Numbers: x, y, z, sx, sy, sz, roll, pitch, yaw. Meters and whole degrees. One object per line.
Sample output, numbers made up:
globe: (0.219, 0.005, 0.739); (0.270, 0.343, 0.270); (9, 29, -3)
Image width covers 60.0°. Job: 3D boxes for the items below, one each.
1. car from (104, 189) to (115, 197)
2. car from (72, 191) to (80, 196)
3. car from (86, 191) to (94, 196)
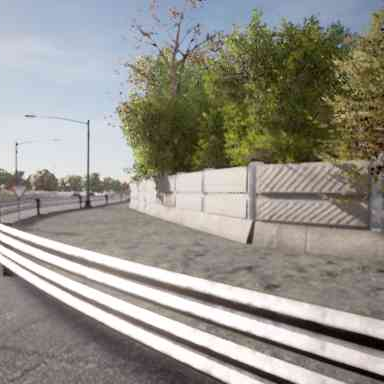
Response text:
car: (-21.618, 0.292, 86.776); (2.150, 2.045, 5.566); (0, 0, -4)
car: (-29.907, 0.529, 85.716); (1.812, 1.442, 4.674); (0, 0, -20)
car: (-26.565, 0.526, 86.754); (1.837, 1.490, 4.892); (0, 0, -20)
